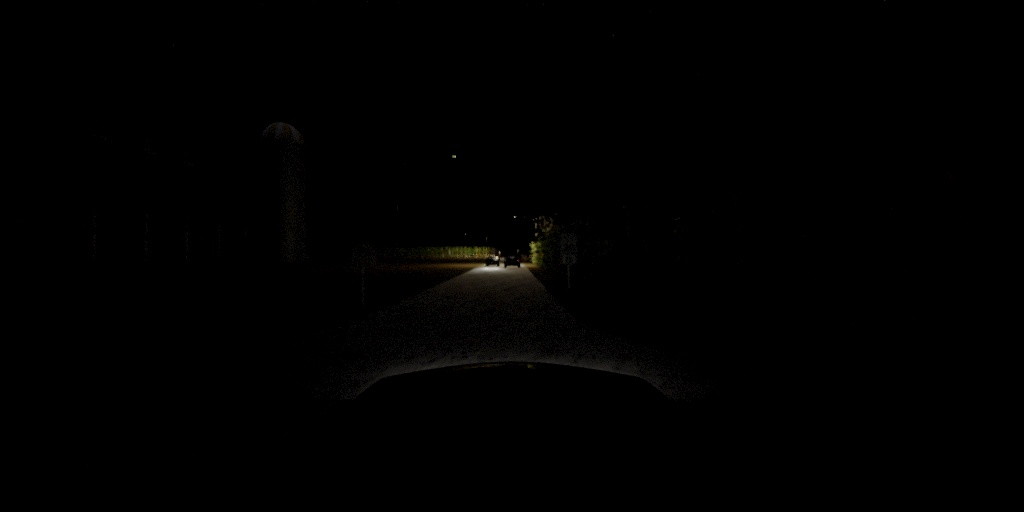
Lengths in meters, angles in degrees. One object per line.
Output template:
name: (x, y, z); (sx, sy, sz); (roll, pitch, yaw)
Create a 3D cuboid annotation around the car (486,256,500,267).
car: (-2.719, 0.714, 51.503); (2.128, 1.511, 4.902); (0, 1, 0)

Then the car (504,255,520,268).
car: (0.027, 0.613, 46.881); (2.097, 1.767, 4.553); (0, 1, 0)
